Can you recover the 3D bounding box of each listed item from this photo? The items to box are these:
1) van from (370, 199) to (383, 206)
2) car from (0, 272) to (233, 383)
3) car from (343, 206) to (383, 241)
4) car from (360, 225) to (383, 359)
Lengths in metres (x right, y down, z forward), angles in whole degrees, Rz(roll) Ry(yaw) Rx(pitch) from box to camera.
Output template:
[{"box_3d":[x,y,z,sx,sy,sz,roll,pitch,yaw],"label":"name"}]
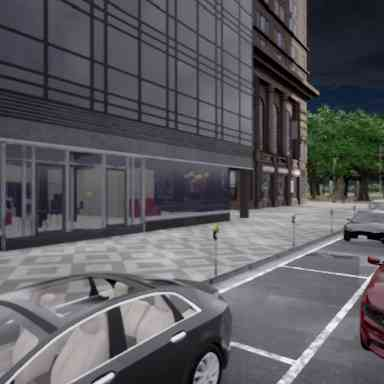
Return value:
[{"box_3d":[11.866,1.340,20.272,1.690,1.788,3.998,0,0,37],"label":"van"},{"box_3d":[-1.248,1.552,2.920,2.008,1.369,4.403,0,0,37],"label":"car"},{"box_3d":[8.588,1.565,15.934,1.947,1.339,4.313,0,0,37],"label":"car"},{"box_3d":[4.196,1.476,5.539,1.882,1.535,5.008,0,0,37],"label":"car"}]
